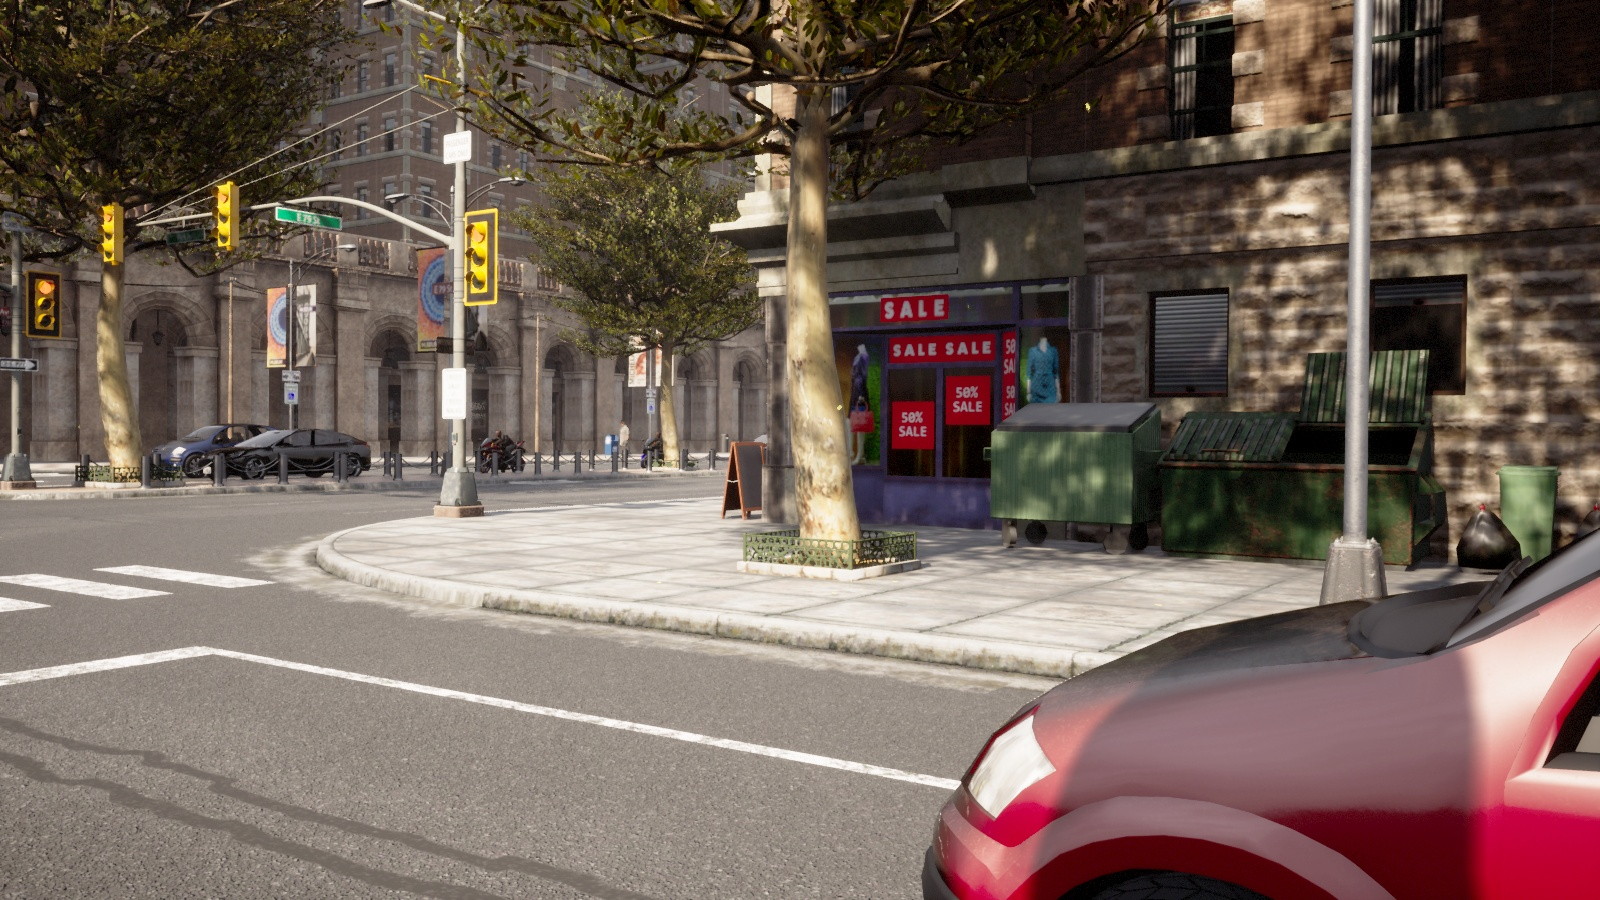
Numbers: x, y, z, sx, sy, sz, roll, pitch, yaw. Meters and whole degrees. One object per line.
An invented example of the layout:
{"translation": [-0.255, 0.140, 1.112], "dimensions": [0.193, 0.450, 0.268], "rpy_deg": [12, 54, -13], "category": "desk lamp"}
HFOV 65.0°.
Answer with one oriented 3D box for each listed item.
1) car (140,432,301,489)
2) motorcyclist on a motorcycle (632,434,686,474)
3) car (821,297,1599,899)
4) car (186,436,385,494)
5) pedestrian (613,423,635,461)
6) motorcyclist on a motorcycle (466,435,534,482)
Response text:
{"translation": [-17.354, 0.271, 37.773], "dimensions": [1.851, 1.617, 3.988], "rpy_deg": [0, 1, 35], "category": "car"}
{"translation": [-5.495, 0.145, 49.164], "dimensions": [0.866, 1.530, 2.191], "rpy_deg": [0, 1, 34], "category": "motorcyclist on a motorcycle"}
{"translation": [2.221, 0.580, 2.146], "dimensions": [3.988, 1.617, 1.851], "rpy_deg": [0, 1, 34], "category": "car"}
{"translation": [-14.508, 0.375, 35.676], "dimensions": [2.163, 1.488, 4.792], "rpy_deg": [0, 1, 35], "category": "car"}
{"translation": [-9.069, -0.412, 64.598], "dimensions": [0.873, 1.952, 0.659], "rpy_deg": [-1, 1, -40], "category": "pedestrian"}
{"translation": [-10.093, 0.280, 42.330], "dimensions": [0.866, 1.530, 2.191], "rpy_deg": [0, 1, 34], "category": "motorcyclist on a motorcycle"}
